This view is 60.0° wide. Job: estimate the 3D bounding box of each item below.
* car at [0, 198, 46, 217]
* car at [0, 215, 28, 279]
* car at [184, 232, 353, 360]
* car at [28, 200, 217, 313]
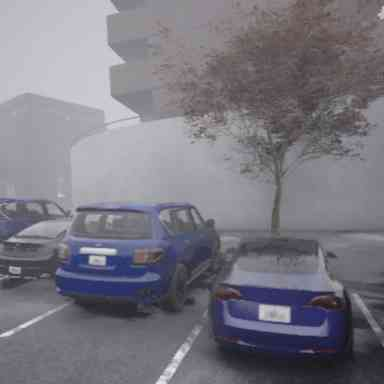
[{"bbox_3d":[-5.710,1.240,11.487,2.435,2.045,5.566,0,-1,15],"label":"car"},{"bbox_3d":[-3.269,1.494,9.717,2.231,1.521,4.892,0,-1,15],"label":"car"},{"bbox_3d":[1.630,1.528,6.221,2.163,1.488,4.792,0,-1,16],"label":"car"},{"bbox_3d":[-0.810,1.244,7.992,2.435,2.045,5.566,0,-1,16],"label":"car"}]
